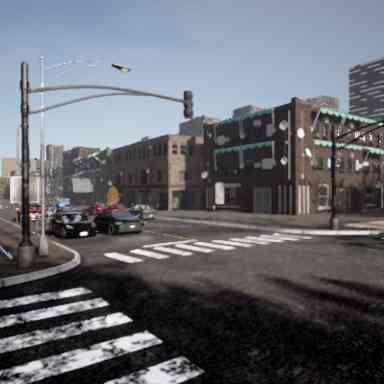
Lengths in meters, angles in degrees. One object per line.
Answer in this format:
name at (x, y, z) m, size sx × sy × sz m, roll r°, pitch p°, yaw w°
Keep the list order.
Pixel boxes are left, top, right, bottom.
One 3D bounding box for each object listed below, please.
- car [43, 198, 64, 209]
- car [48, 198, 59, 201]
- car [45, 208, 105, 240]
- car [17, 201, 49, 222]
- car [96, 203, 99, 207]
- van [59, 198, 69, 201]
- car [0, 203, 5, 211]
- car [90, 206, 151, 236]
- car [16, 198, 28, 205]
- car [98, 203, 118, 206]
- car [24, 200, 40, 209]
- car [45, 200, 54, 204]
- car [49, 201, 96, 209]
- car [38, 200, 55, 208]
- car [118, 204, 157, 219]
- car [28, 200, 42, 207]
car at (-24.133, 1.984, 57.921) m, size 2.192 × 1.841 × 5.009 m, roll -1°, pitch 0°, yaw -36°
car at (-22.478, 1.971, 51.140) m, size 2.097 × 1.767 × 4.553 m, roll -1°, pitch 0°, yaw -35°
car at (-6.913, 1.832, 19.157) m, size 1.947 × 1.339 × 4.313 m, roll -1°, pitch 0°, yaw -36°
car at (-14.876, 1.866, 30.524) m, size 1.967 × 1.590 × 4.097 m, roll -1°, pitch 0°, yaw -36°
car at (-11.267, 2.008, 39.898) m, size 1.802 × 1.307 × 4.206 m, roll -1°, pitch 0°, yaw -36°
van at (-20.917, 1.951, 53.416) m, size 1.690 × 1.788 × 3.998 m, roll -1°, pitch 0°, yaw -36°
car at (-30.850, 2.256, 52.914) m, size 1.752 × 1.417 × 4.829 m, roll -1°, pitch 0°, yaw -36°
car at (-4.575, 1.807, 20.543) m, size 1.994 × 1.385 × 4.181 m, roll -1°, pitch 0°, yaw -37°
car at (-43.420, 2.457, 84.955) m, size 1.967 × 1.590 × 4.097 m, roll -1°, pitch 0°, yaw -36°
car at (-8.053, 1.945, 35.393) m, size 1.802 × 1.307 × 4.206 m, roll -1°, pitch 0°, yaw -36°
car at (-28.903, 2.242, 60.157) m, size 1.837 × 1.490 × 4.892 m, roll -1°, pitch 0°, yaw -35°
car at (-16.317, 2.002, 37.039) m, size 1.812 × 1.442 × 4.674 m, roll -1°, pitch 0°, yaw -35°
car at (-10.377, 1.851, 28.700) m, size 2.128 × 1.511 × 4.902 m, roll -1°, pitch 0°, yaw -35°
car at (-27.343, 2.273, 62.427) m, size 1.887 × 1.381 × 4.507 m, roll -1°, pitch 0°, yaw -36°
car at (-4.838, 1.850, 30.887) m, size 2.008 × 1.369 × 4.403 m, roll -1°, pitch 0°, yaw -36°
car at (-33.773, 2.410, 71.439) m, size 1.947 × 1.339 × 4.313 m, roll -1°, pitch 0°, yaw -36°
